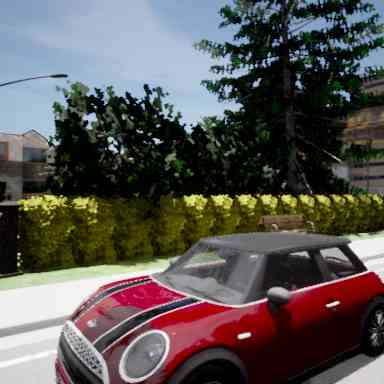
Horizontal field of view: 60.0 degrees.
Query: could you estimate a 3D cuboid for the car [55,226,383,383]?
[{"bbox_3d":[0.671,1.398,4.479,4.553,1.767,2.097,2,-1,-36],"label":"car"}]
